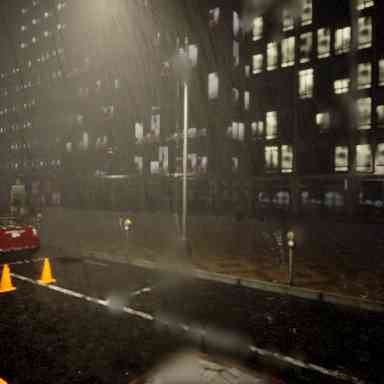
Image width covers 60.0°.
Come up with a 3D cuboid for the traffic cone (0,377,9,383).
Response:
[{"bbox_3d":[-2.374,1.984,3.875,0.340,0.580,0.340,0,-1,37],"label":"traffic cone"}]

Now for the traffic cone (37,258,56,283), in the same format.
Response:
[{"bbox_3d":[-3.789,2.025,8.671,0.340,0.580,0.340,0,-1,37],"label":"traffic cone"}]

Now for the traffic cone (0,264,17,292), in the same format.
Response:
[{"bbox_3d":[-4.387,2.012,7.869,0.340,0.580,0.340,0,-1,37],"label":"traffic cone"}]

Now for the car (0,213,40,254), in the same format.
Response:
[{"bbox_3d":[-7.688,1.527,12.781,4.097,1.590,1.967,0,0,37],"label":"car"}]
